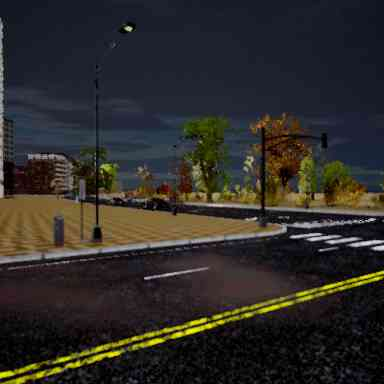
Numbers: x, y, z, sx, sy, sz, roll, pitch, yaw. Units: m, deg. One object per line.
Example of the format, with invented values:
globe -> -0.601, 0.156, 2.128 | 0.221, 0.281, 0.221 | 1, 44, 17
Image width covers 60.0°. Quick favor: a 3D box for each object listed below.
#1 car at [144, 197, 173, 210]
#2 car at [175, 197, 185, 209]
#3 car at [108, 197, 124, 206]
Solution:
car -> -4.741, 1.571, 43.907 | 1.882, 1.535, 5.008 | 0, 0, -31
car -> -2.754, 1.436, 46.916 | 2.097, 1.767, 4.553 | 0, 0, -31
car -> -13.548, 1.625, 59.111 | 1.837, 1.490, 4.892 | 0, 0, -30
